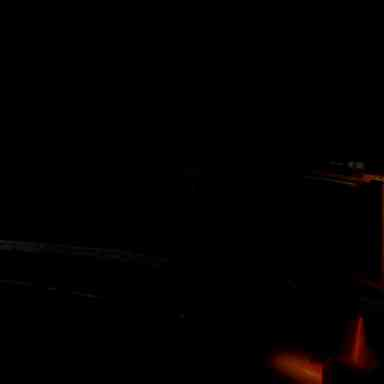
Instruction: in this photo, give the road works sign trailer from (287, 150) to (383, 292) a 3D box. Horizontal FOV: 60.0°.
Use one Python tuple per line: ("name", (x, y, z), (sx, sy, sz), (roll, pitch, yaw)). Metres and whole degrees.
("road works sign trailer", (2.846, 0.732, 4.862), (2.880, 2.380, 3.560), (-17, 18, -28))
